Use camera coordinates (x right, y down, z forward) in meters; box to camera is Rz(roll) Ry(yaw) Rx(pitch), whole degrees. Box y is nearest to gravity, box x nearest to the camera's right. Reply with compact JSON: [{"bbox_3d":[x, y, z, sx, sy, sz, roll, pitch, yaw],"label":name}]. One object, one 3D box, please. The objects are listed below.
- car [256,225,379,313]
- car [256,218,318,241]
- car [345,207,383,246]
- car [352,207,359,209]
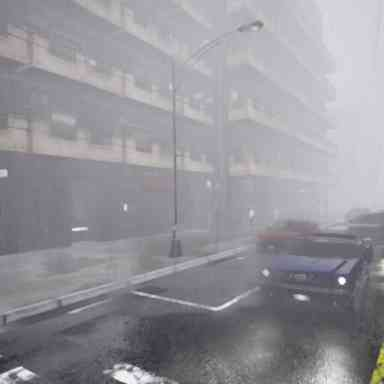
[{"bbox_3d":[3.291,1.744,8.263,1.895,1.301,4.718,-2,-2,33],"label":"car"},{"bbox_3d":[4.225,1.807,14.001,1.887,1.381,4.507,-2,-1,36],"label":"car"},{"bbox_3d":[8.767,1.702,15.900,1.882,1.535,5.008,-2,-2,36],"label":"car"},{"bbox_3d":[13.882,1.952,27.463,1.887,1.381,4.507,-2,-2,36],"label":"car"}]
